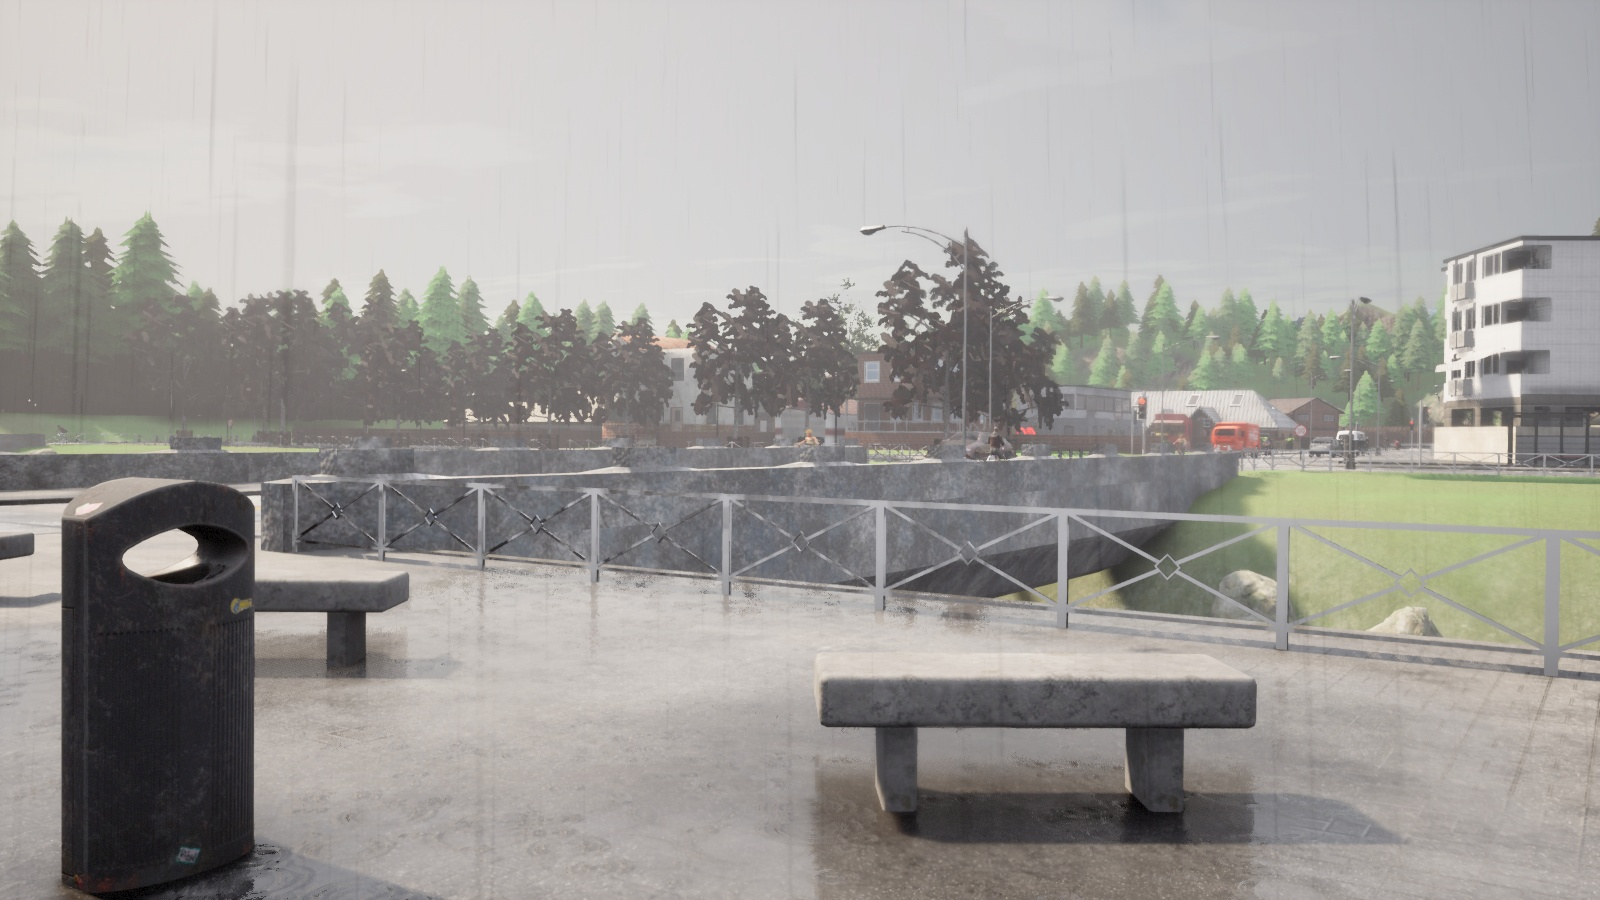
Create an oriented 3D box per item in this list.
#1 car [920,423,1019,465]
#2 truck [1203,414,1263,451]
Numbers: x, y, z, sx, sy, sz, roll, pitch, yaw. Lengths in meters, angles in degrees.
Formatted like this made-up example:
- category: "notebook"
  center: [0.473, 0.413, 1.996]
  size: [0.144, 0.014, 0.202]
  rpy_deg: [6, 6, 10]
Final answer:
- category: "car"
  center: [7.129, -0.269, 52.337]
  size: [2.152, 1.651, 5.027]
  rpy_deg: [0, 1, 33]
- category: "truck"
  center: [29.887, -1.198, 86.578]
  size: [2.627, 2.467, 5.204]
  rpy_deg: [0, 0, 34]
